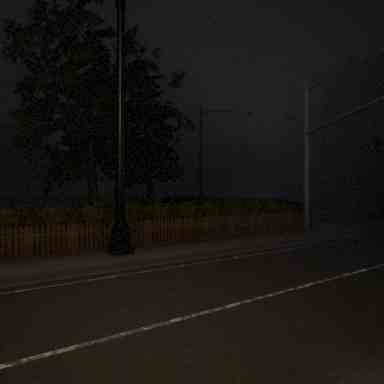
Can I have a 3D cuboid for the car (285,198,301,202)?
[{"bbox_3d":[10.490,1.503,37.583,1.837,1.490,4.892,0,0,-35],"label":"car"}]
